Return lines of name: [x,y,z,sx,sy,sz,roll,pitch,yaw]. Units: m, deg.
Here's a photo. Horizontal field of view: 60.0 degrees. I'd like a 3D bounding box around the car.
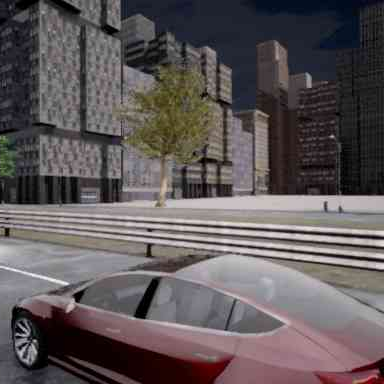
car: [-0.247,1.506,4.045,4.792,1.488,2.163,0,0,35]
